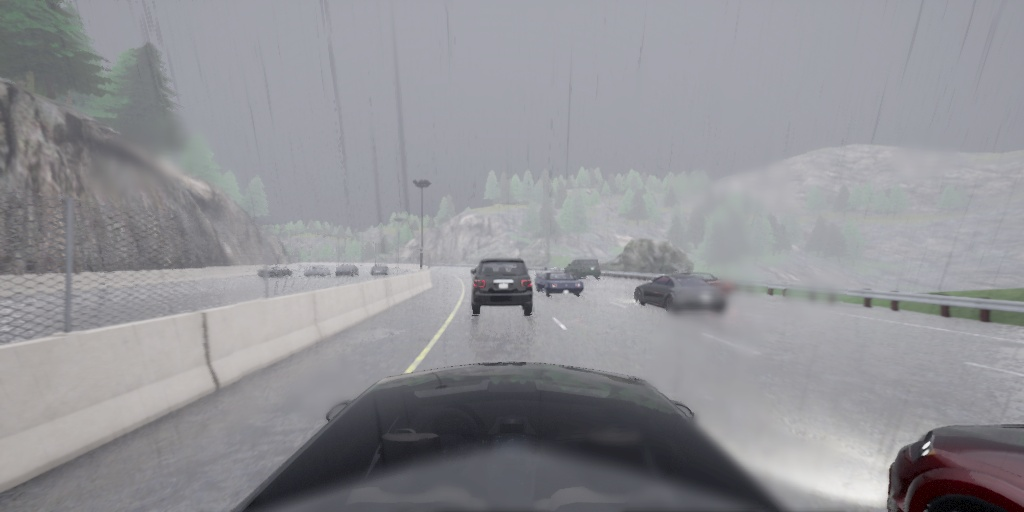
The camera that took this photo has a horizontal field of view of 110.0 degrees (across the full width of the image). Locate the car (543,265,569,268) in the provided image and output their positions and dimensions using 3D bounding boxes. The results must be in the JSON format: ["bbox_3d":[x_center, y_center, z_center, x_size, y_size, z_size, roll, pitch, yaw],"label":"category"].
[{"bbox_3d":[3.778,1.715,35.992,1.895,1.301,4.718,0,-1,-10],"label":"car"}]

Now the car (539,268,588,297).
[{"bbox_3d":[2.516,1.549,20.417,1.895,1.301,4.718,0,-1,-6],"label":"car"}]

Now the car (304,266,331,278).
[{"bbox_3d":[-22.887,1.836,42.357,1.895,1.301,4.718,0,-1,-14],"label":"car"}]

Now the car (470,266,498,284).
[{"bbox_3d":[-2.618,1.632,32.128,2.033,1.411,5.357,0,-1,-10],"label":"car"}]

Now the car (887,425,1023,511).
[{"bbox_3d":[3.518,1.295,0.638,1.994,1.385,4.181,0,-1,0],"label":"car"}]

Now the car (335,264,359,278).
[{"bbox_3d":[-19.216,1.702,42.006,1.882,1.535,5.008,0,-1,-14],"label":"car"}]

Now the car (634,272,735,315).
[{"bbox_3d":[6.528,1.438,14.319,1.994,1.385,4.181,0,-1,-4],"label":"car"}]

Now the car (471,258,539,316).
[{"bbox_3d":[-0.467,1.109,14.391,2.150,2.045,5.566,0,-1,-4],"label":"car"}]

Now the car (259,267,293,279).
[{"bbox_3d":[-25.694,1.807,39.125,1.895,1.301,4.718,0,-1,-14],"label":"car"}]

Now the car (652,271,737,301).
[{"bbox_3d":[9.640,1.524,19.460,1.895,1.301,4.718,0,-1,-5],"label":"car"}]

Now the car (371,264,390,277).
[{"bbox_3d":[-16.127,1.732,44.096,2.128,1.511,4.902,0,-1,-14],"label":"car"}]

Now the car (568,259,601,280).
[{"bbox_3d":[7.182,1.338,36.838,2.150,2.045,5.566,0,-1,-10],"label":"car"}]
